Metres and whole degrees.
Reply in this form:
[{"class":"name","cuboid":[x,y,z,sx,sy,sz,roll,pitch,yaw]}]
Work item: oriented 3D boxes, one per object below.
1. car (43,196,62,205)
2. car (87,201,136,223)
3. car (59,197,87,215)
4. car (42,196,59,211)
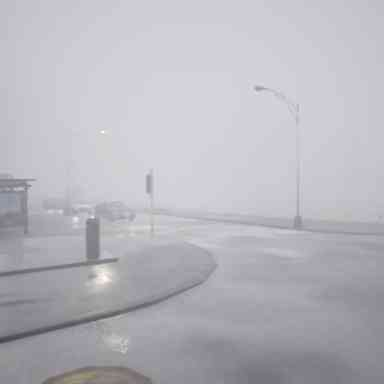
[{"class":"car","cuboid":[-25.053,1.503,59.542,2.033,1.411,5.357,0,0,-35]},{"class":"car","cuboid":[-5.998,1.461,25.546,2.128,1.511,4.902,0,0,-36]},{"class":"car","cuboid":[-11.367,1.495,33.103,1.812,1.442,4.674,0,0,-36]},{"class":"car","cuboid":[-17.167,1.533,41.278,1.994,1.385,4.181,0,0,-35]}]
